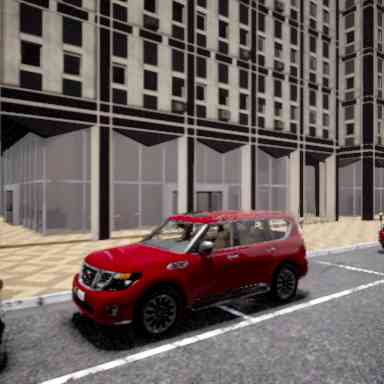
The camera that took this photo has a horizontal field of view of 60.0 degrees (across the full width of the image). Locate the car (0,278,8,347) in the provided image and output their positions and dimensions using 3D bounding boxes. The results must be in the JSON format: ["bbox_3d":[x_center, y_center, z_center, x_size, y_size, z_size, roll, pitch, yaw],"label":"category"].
[{"bbox_3d":[-4.354,1.555,3.457,4.313,1.339,1.947,0,-1,-35],"label":"car"}]

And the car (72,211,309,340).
[{"bbox_3d":[0.285,1.343,6.767,5.009,1.841,2.192,0,0,-35],"label":"car"}]

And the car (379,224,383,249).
[{"bbox_3d":[9.561,1.421,13.382,5.009,1.841,2.192,0,0,-35],"label":"car"}]
